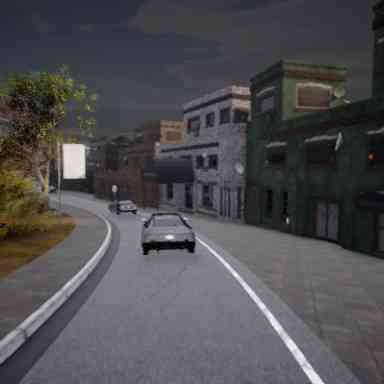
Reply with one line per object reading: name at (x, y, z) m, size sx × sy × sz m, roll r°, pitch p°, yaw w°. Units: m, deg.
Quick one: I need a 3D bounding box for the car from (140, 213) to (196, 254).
car at (-1.083, 1.535, 13.544) m, size 1.994 × 1.385 × 4.181 m, roll -1°, pitch 0°, yaw -9°

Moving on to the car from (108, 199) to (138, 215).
car at (-6.764, 1.385, 32.173) m, size 2.033 × 1.411 × 5.357 m, roll -2°, pitch 2°, yaw -25°

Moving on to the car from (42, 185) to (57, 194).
car at (-28.068, -0.564, 65.254) m, size 2.097 × 1.767 × 4.553 m, roll -3°, pitch 5°, yaw -33°
